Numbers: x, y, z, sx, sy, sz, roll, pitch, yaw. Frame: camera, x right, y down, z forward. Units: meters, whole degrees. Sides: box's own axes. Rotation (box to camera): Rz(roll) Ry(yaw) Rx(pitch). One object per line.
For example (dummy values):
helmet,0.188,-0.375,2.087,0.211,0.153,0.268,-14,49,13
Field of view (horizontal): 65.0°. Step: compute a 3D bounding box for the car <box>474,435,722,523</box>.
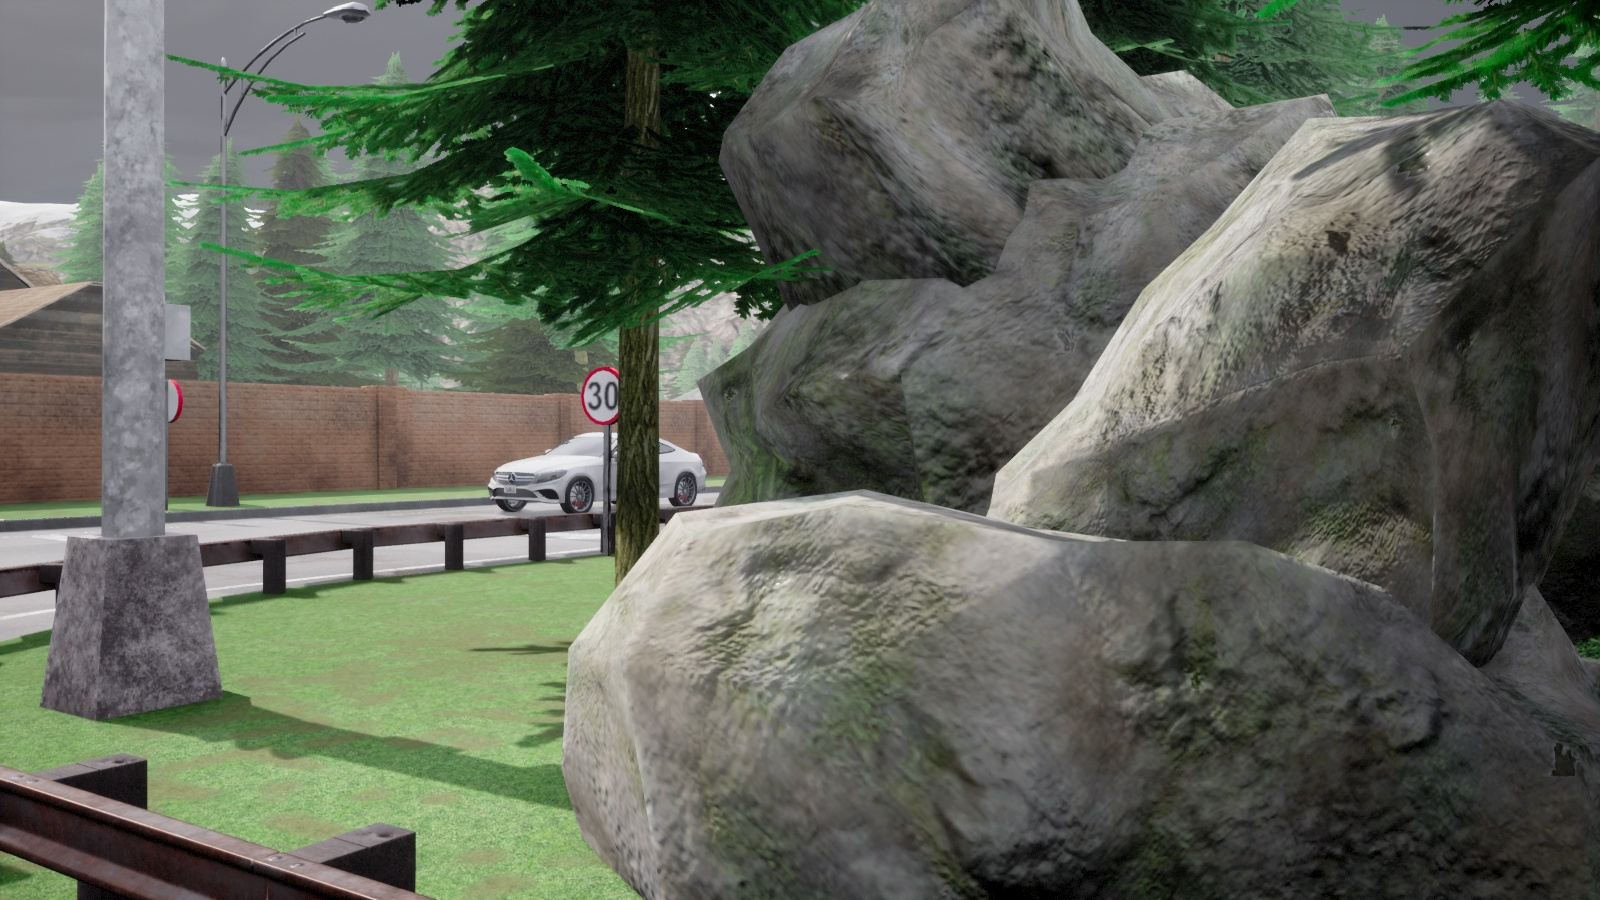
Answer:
car,-3.608,0.457,23.271,1.812,1.442,4.674,0,1,34
